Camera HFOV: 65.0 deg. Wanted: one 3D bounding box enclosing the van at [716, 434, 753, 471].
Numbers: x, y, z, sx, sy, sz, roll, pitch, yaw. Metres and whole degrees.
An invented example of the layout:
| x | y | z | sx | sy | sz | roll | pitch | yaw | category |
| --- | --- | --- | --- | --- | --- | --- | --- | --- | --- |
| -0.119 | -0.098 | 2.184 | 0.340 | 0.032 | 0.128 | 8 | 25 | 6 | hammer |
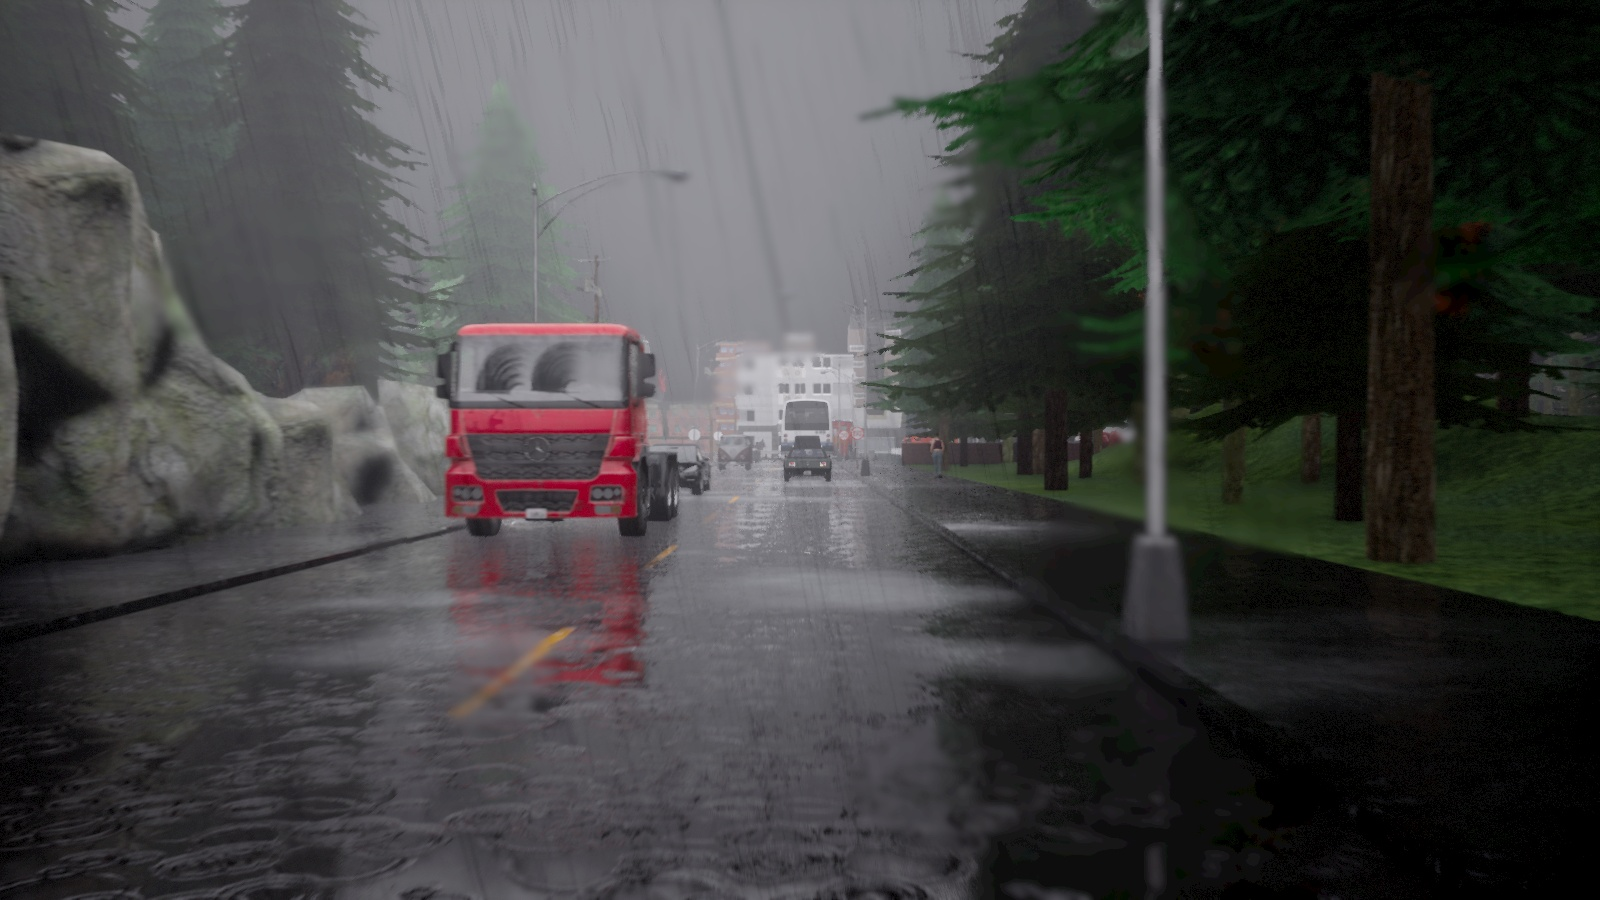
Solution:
| x | y | z | sx | sy | sz | roll | pitch | yaw | category |
| --- | --- | --- | --- | --- | --- | --- | --- | --- | --- |
| -3.602 | 0.115 | 69.323 | 1.775 | 1.987 | 4.442 | 0 | 0 | 0 | van |

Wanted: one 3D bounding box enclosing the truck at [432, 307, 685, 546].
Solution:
| x | y | z | sx | sy | sz | roll | pitch | yaw | category |
| --- | --- | --- | --- | --- | --- | --- | --- | --- | --- |
| -3.858 | -0.360 | 22.143 | 2.891 | 3.462 | 7.936 | 0 | 0 | 0 | truck |

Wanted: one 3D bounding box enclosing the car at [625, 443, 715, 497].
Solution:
| x | y | z | sx | sy | sz | roll | pitch | yaw | category |
| --- | --- | --- | --- | --- | --- | --- | --- | --- | --- |
| -3.773 | 0.537 | 37.355 | 2.163 | 1.488 | 4.792 | 0 | 0 | 0 | car |

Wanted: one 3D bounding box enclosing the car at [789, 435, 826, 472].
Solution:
| x | y | z | sx | sy | sz | roll | pitch | yaw | category |
| --- | --- | --- | --- | --- | --- | --- | --- | --- | --- |
| 0.384 | 0.174 | 66.451 | 1.905 | 1.878 | 3.866 | 0 | 0 | 0 | car |

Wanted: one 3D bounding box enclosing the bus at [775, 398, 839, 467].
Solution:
| x | y | z | sx | sy | sz | roll | pitch | yaw | category |
| --- | --- | --- | --- | --- | --- | --- | --- | --- | --- |
| 0.456 | -1.086 | 82.730 | 3.944 | 4.253 | 10.273 | 0 | 0 | 0 | bus |

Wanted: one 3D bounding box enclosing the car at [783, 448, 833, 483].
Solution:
| x | y | z | sx | sy | sz | roll | pitch | yaw | category |
| --- | --- | --- | --- | --- | --- | --- | --- | --- | --- |
| 0.299 | 0.572 | 49.962 | 1.895 | 1.301 | 4.718 | 0 | 0 | 0 | car |

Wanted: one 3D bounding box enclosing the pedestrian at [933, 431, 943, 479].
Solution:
| x | y | z | sx | sy | sz | roll | pitch | yaw | category |
| --- | --- | --- | --- | --- | --- | --- | --- | --- | --- |
| 5.371 | 0.191 | 48.834 | 0.345 | 1.836 | 0.594 | 0 | 0 | 4 | pedestrian |
